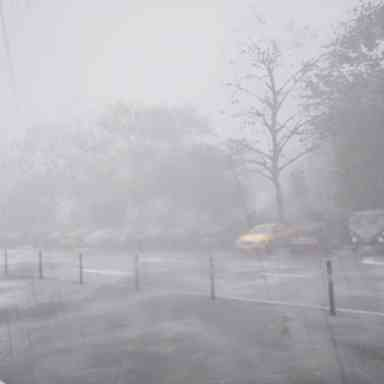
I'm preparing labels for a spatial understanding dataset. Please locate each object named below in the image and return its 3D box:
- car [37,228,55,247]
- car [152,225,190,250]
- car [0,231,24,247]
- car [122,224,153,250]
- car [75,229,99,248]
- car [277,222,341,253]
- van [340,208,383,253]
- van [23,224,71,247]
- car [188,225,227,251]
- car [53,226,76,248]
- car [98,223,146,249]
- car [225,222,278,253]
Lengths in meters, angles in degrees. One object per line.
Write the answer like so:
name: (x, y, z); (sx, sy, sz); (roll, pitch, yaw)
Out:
car: (-11.335, 4.237, 30.795); (2.002, 1.452, 4.674); (-6, -3, 35)
car: (-0.070, 3.019, 22.780); (2.231, 1.521, 4.892); (-6, -3, 35)
car: (-18.110, 4.936, 35.582); (2.163, 1.488, 4.792); (-6, -3, 35)
car: (-2.317, 3.253, 24.392); (2.097, 1.535, 5.008); (-6, -3, 35)
car: (-6.826, 3.764, 27.589); (2.002, 1.452, 4.674); (-6, -3, 35)
car: (6.713, 2.343, 17.998); (2.163, 1.488, 4.792); (-6, -3, 35)
van: (8.862, 1.854, 16.290); (1.878, 1.987, 4.442); (-6, -3, 35)
van: (-13.537, 4.208, 32.508); (1.878, 1.987, 4.442); (-6, -3, 35)
car: (2.205, 2.812, 21.204); (2.163, 1.488, 4.792); (-6, -3, 35)
car: (-9.084, 3.960, 29.192); (2.097, 1.535, 5.008); (-6, -3, 35)
car: (-4.565, 3.363, 26.022); (2.185, 1.767, 4.553); (-6, -3, 35)
car: (4.331, 2.545, 19.428); (1.946, 1.575, 5.366); (-6, -3, 35)
